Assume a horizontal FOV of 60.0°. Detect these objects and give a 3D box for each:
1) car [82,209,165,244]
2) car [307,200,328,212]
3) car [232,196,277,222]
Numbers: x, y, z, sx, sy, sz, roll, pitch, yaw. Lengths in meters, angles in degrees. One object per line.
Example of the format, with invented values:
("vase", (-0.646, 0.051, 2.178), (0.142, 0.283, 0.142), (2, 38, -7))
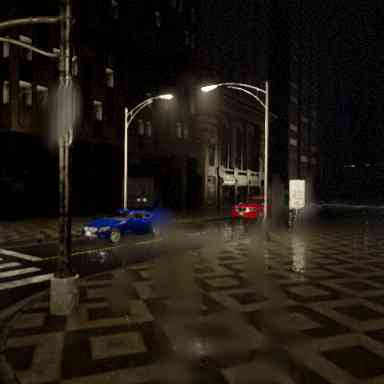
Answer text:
("car", (-3.256, 1.612, 16.726), (1.812, 1.442, 4.674), (1, 0, 36))
("car", (17.019, 1.878, 44.869), (1.812, 1.442, 4.674), (1, 0, 36))
("car", (5.628, 1.419, 29.122), (2.150, 2.045, 5.566), (1, 0, 36))
